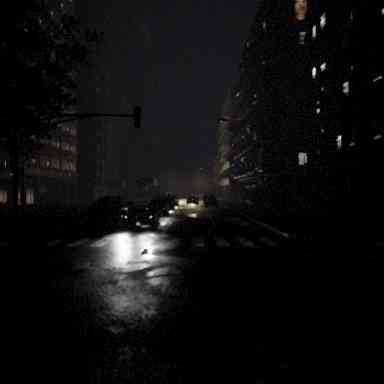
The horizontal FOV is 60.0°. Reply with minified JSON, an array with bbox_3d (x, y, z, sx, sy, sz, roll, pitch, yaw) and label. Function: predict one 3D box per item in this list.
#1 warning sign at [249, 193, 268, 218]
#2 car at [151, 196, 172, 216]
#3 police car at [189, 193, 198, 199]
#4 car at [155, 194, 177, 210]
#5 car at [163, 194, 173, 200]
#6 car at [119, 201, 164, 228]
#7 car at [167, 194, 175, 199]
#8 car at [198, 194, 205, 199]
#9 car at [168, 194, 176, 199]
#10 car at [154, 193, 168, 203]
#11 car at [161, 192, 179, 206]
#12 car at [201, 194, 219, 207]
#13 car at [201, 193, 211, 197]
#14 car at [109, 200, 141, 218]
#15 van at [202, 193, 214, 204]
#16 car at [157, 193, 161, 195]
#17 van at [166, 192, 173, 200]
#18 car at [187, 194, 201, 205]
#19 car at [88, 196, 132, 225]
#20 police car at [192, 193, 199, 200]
[{"bbox_3d":[5.069,0.991,25.446,1.300,1.860,1.060,0,0,0],"label":"warning sign"},{"bbox_3d":[-3.099,1.379,30.286,1.812,1.442,4.674,0,0,0],"label":"car"},{"bbox_3d":[0.466,1.025,95.458,1.930,1.638,5.238,0,0,-8],"label":"police car"},{"bbox_3d":[-3.084,1.337,39.465,1.812,1.442,4.674,0,0,0],"label":"car"},{"bbox_3d":[-5.691,1.208,78.552,2.008,1.369,4.403,0,0,0],"label":"car"},{"bbox_3d":[-3.089,1.497,21.174,1.895,1.301,4.718,0,0,-1],"label":"car"},{"bbox_3d":[-5.691,1.163,89.597,1.887,1.381,4.507,0,0,0],"label":"car"},{"bbox_3d":[2.690,1.152,95.120,2.008,1.369,4.403,0,0,0],"label":"car"},{"bbox_3d":[-5.691,1.167,95.120,1.947,1.339,4.313,0,0,0],"label":"car"},{"bbox_3d":[-5.691,1.033,61.982,2.192,1.841,5.009,0,0,0],"label":"car"},{"bbox_3d":[-3.042,1.121,49.183,2.097,1.767,4.553,0,0,0],"label":"car"},{"bbox_3d":[2.690,1.351,45.414,1.947,1.339,4.313,0,0,0],"label":"car"},{"bbox_3d":[2.690,1.286,51.107,1.752,1.417,4.829,0,0,0],"label":"car"},{"bbox_3d":[-5.692,1.426,28.846,1.947,1.339,4.313,0,0,0],"label":"car"},{"bbox_3d":[2.689,1.081,56.459,1.690,1.788,3.998,0,0,0],"label":"van"},{"bbox_3d":[-5.691,1.305,56.461,1.947,1.339,4.313,0,0,0],"label":"car"},{"bbox_3d":[-5.691,0.979,84.073,1.690,1.788,3.998,0,0,0],"label":"van"},{"bbox_3d":[0.102,1.355,52.688,1.895,1.301,4.718,0,0,0],"label":"car"},{"bbox_3d":[-5.692,1.201,23.322,2.192,1.841,5.009,0,0,0],"label":"car"},{"bbox_3d":[0.902,1.058,85.559,1.930,1.638,5.238,0,0,0],"label":"police car"}]
